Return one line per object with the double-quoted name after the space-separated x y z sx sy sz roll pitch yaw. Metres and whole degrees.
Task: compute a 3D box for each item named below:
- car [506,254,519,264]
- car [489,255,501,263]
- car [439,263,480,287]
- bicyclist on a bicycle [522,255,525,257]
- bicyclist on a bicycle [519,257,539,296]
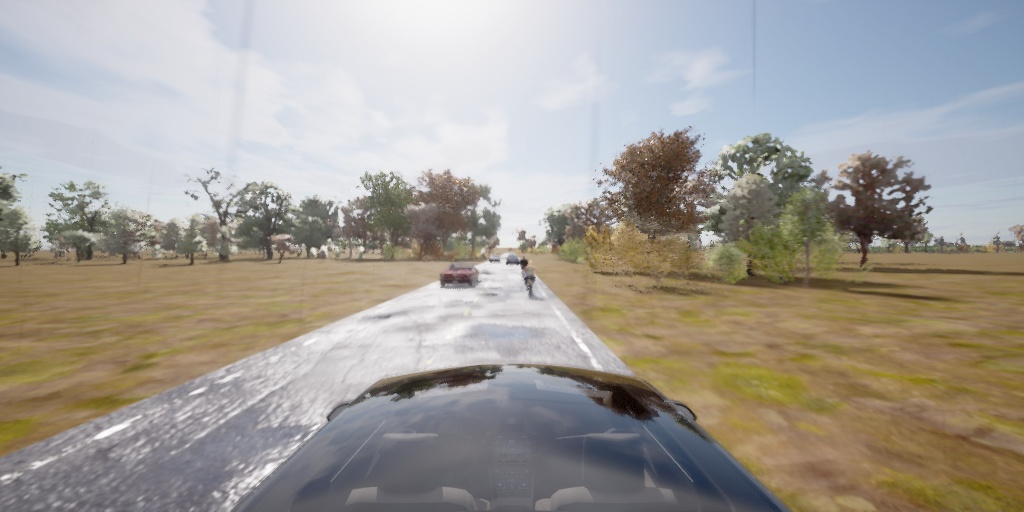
0.101 0.574 55.681 1.994 1.385 4.181 0 1 0 "car"
-2.982 0.451 62.949 2.033 1.411 5.357 0 1 0 "car"
-3.083 1.083 21.671 1.895 1.301 4.718 0 1 0 "car"
0.837 0.798 25.715 0.659 1.776 1.843 0 1 0 "bicyclist on a bicycle"
0.840 0.989 16.502 0.866 1.612 1.509 0 0 0 "bicyclist on a bicycle"
